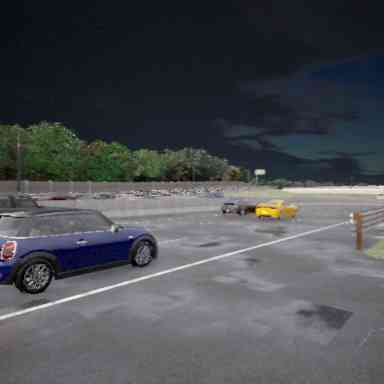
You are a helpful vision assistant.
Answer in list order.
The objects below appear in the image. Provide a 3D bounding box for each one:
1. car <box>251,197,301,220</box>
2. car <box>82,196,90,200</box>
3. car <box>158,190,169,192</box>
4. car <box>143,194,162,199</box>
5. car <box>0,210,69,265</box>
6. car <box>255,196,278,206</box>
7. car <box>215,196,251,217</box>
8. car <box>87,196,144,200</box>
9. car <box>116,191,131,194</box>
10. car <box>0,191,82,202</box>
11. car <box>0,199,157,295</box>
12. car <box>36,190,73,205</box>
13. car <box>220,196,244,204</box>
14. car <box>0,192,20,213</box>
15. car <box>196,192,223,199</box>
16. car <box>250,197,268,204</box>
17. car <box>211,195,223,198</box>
[{"bbox_3d":[7.040,1.392,27.143,1.882,1.535,5.008,1,0,38],"label":"car"},{"bbox_3d":[-10.605,1.150,33.307,2.128,1.511,4.902,1,0,38],"label":"car"},{"bbox_3d":[-6.509,0.253,75.236,1.812,1.442,4.674,1,2,24],"label":"car"},{"bbox_3d":[-6.372,1.250,44.381,2.033,1.411,5.357,1,0,38],"label":"car"},{"bbox_3d":[-6.591,1.383,9.736,2.033,1.411,5.357,1,1,38],"label":"car"},{"bbox_3d":[12.961,1.559,57.624,1.882,1.535,5.008,1,0,39],"label":"car"},{"bbox_3d":[4.474,1.366,29.543,2.128,1.511,4.902,1,0,38],"label":"car"},{"bbox_3d":[-7.222,1.308,31.953,1.895,1.301,4.718,1,0,38],"label":"car"},{"bbox_3d":[-12.693,0.564,61.249,1.882,1.535,5.008,1,2,23],"label":"car"},{"bbox_3d":[-7.779,1.013,13.889,2.150,2.045,5.566,1,1,38],"label":"car"},{"bbox_3d":[-3.014,1.228,8.785,2.097,1.767,4.553,1,1,38],"label":"car"},{"bbox_3d":[-18.948,0.712,45.925,2.097,1.767,4.553,1,1,22],"label":"car"},{"bbox_3d":[7.512,1.489,61.983,2.128,1.511,4.902,1,0,38],"label":"car"},{"bbox_3d":[-18.078,0.937,29.443,2.097,1.767,4.553,1,0,38],"label":"car"},{"bbox_3d":[2.802,1.085,50.357,2.150,2.045,5.566,1,0,38],"label":"car"},{"bbox_3d":[14.195,1.765,70.515,1.994,1.385,4.181,1,-1,38],"label":"car"},{"bbox_3d":[5.064,1.495,47.589,1.895,1.301,4.718,1,0,39],"label":"car"}]
